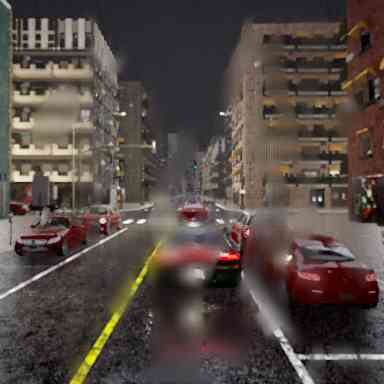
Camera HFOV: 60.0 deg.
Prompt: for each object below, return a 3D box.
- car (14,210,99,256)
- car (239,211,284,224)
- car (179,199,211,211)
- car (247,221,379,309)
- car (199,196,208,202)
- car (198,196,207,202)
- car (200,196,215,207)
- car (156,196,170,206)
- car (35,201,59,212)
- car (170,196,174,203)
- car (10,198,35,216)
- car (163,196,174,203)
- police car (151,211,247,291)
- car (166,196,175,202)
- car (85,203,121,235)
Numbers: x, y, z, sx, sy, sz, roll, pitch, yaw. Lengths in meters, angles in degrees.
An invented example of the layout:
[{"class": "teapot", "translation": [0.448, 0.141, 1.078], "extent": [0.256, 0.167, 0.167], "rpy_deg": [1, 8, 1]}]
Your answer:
[{"class": "car", "translation": [-5.294, 1.605, 13.180], "extent": [1.802, 1.307, 4.206], "rpy_deg": [1, 0, 0]}, {"class": "car", "translation": [2.592, 1.463, 13.191], "extent": [1.967, 1.590, 4.097], "rpy_deg": [1, 0, 0]}, {"class": "car", "translation": [0.112, 1.517, 23.085], "extent": [1.882, 1.535, 5.008], "rpy_deg": [0, 0, 0]}, {"class": "car", "translation": [2.583, 1.595, 7.642], "extent": [1.802, 1.307, 4.206], "rpy_deg": [1, 0, 0]}, {"class": "car", "translation": [2.684, 1.673, 79.645], "extent": [1.887, 1.381, 4.507], "rpy_deg": [1, 0, 0]}, {"class": "car", "translation": [2.691, 1.688, 85.315], "extent": [2.008, 1.369, 4.403], "rpy_deg": [1, 0, 0]}, {"class": "car", "translation": [2.644, 1.635, 51.290], "extent": [2.008, 1.369, 4.403], "rpy_deg": [1, 0, 0]}, {"class": "car", "translation": [-5.228, 1.618, 56.772], "extent": [1.752, 1.417, 4.829], "rpy_deg": [1, 0, 0]}, {"class": "car", "translation": [-17.572, 1.646, 38.133], "extent": [4.313, 1.339, 1.947], "rpy_deg": [0, -1, 0]}, {"class": "car", "translation": [-5.213, 1.636, 68.114], "extent": [1.752, 1.417, 4.829], "rpy_deg": [1, 0, 0]}, {"class": "car", "translation": [-17.521, 1.285, 30.258], "extent": [5.009, 1.841, 2.192], "rpy_deg": [0, -1, 0]}, {"class": "car", "translation": [-5.205, 1.686, 73.955], "extent": [1.947, 1.339, 4.313], "rpy_deg": [1, 0, 0]}, {"class": "police car", "translation": [0.107, 1.517, 9.149], "extent": [2.038, 1.542, 4.974], "rpy_deg": [0, 0, 0]}, {"class": "car", "translation": [-5.197, 1.673, 79.626], "extent": [1.887, 1.381, 4.507], "rpy_deg": [1, 0, 0]}, {"class": "car", "translation": [-5.289, 1.472, 18.729], "extent": [1.967, 1.590, 4.097], "rpy_deg": [1, 0, 0]}]
